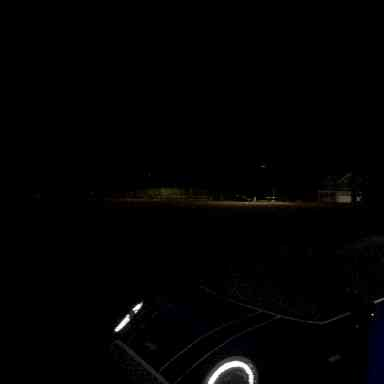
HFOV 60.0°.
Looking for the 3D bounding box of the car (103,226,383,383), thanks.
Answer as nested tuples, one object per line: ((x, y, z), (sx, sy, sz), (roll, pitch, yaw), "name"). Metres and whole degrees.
((1.316, 1.359, 4.006), (4.553, 1.767, 2.097), (1, 0, -36), "car")

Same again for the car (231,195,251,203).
((10.232, 1.445, 69.298), (2.128, 1.511, 4.902), (2, -1, -36), "car")
